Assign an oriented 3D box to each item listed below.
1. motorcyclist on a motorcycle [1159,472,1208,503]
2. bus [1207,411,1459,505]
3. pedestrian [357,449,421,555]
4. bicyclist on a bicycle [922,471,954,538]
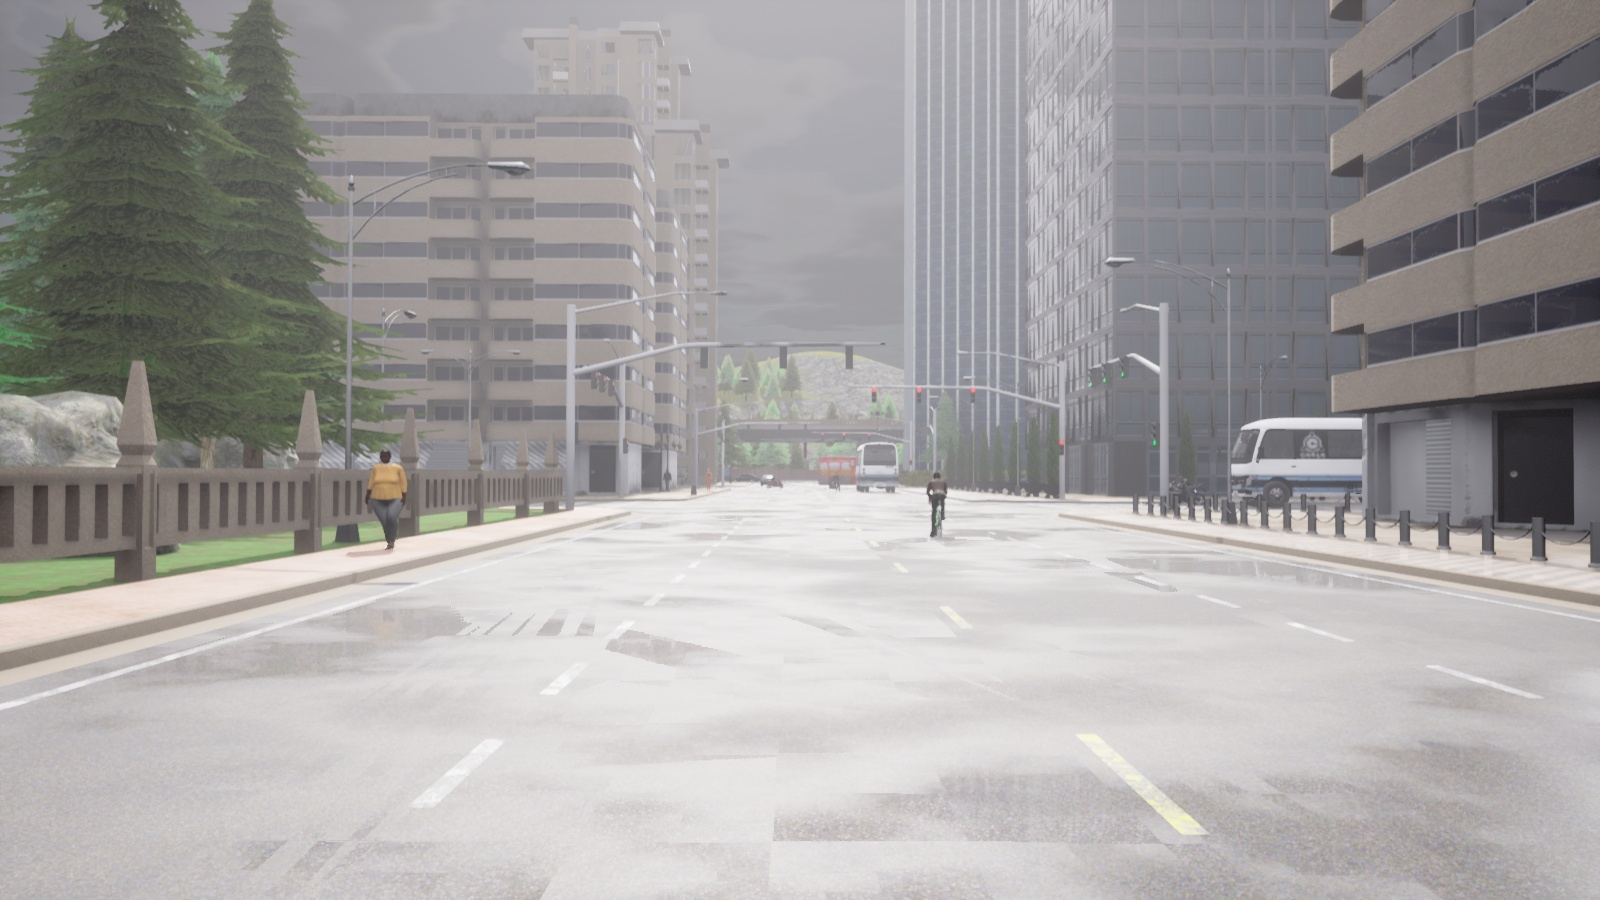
[{"bbox_3d":[19.263,1.894,63.052,2.191,1.530,0.866,0,-1,0],"label":"motorcyclist on a motorcycle"},{"bbox_3d":[25.077,0.394,59.562,10.273,4.253,3.944,0,-1,0],"label":"bus"},{"bbox_3d":[-7.366,0.925,22.530,0.874,1.855,0.900,0,-1,-2],"label":"pedestrian"},{"bbox_3d":[3.422,1.339,31.260,0.582,1.620,1.656,0,-1,0],"label":"bicyclist on a bicycle"}]
